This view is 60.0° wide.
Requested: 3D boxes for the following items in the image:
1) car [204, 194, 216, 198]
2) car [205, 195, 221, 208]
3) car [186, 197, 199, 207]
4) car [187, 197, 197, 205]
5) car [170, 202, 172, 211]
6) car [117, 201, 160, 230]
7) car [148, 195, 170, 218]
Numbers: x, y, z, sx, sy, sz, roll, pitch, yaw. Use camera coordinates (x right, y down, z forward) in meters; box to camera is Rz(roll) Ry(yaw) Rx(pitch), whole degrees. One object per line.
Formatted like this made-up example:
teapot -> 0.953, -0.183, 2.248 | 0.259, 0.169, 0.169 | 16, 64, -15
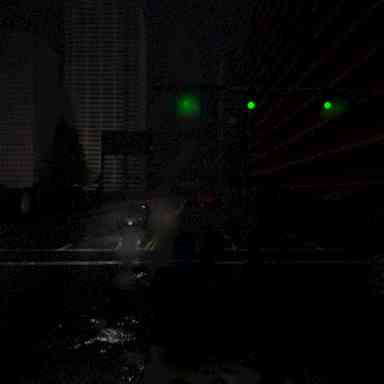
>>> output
car -> 3.519, 1.400, 61.534 | 2.150, 2.045, 5.566 | 0, 0, 0
car -> 3.516, 1.658, 51.649 | 1.837, 1.490, 4.892 | 0, 0, 0
car -> 0.119, 1.716, 53.269 | 1.994, 1.385, 4.181 | 0, 0, 0
car -> 0.018, 1.679, 62.181 | 1.837, 1.490, 4.892 | 0, 0, 0
car -> -3.487, 1.641, 41.717 | 1.812, 1.442, 4.674 | 0, 0, 0
car -> -3.587, 1.555, 21.813 | 2.128, 1.511, 4.902 | 0, 0, 0
car -> -3.559, 1.442, 31.738 | 2.097, 1.767, 4.553 | 0, 0, 0
